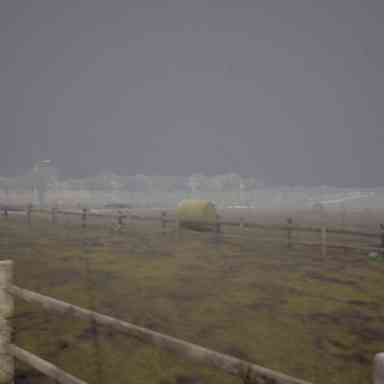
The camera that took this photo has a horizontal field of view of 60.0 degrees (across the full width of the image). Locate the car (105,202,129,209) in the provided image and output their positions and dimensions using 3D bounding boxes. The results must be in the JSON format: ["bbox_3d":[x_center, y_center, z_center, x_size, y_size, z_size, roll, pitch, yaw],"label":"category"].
[{"bbox_3d":[-14.072,2.483,62.244,1.895,1.301,4.718,1,-1,36],"label":"car"}]
